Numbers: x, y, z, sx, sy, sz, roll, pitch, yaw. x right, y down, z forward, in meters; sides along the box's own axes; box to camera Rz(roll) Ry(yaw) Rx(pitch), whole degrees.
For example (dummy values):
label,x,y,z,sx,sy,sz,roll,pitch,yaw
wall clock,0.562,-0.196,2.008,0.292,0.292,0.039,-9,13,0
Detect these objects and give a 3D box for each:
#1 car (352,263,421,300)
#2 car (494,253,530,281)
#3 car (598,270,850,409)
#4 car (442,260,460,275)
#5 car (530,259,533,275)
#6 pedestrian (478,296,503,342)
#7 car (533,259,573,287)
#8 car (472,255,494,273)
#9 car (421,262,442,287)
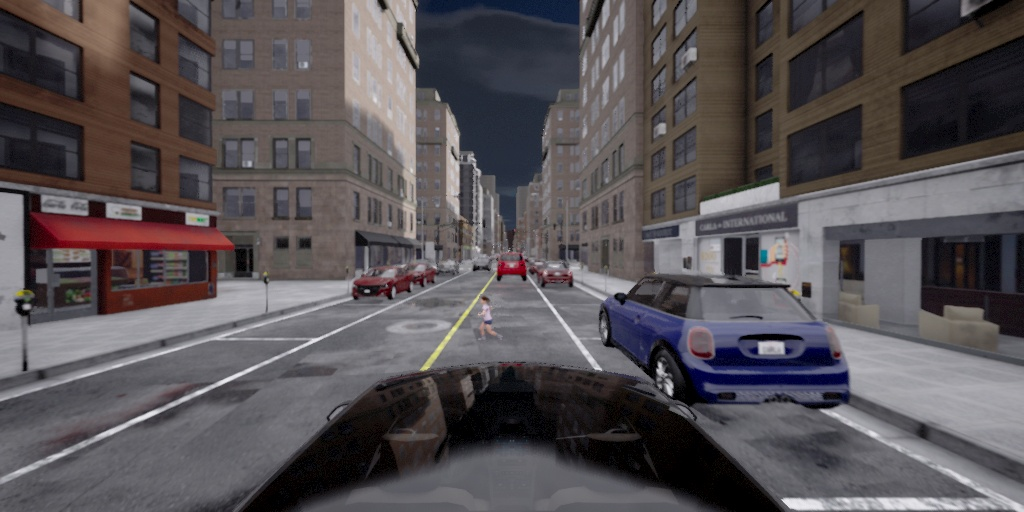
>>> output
label,x,y,z,sx,sy,sz,roll,pitch,yaw
car,-5.901,1.172,16.848,1.888,1.381,4.507,0,0,0
car,-0.018,0.765,27.324,2.150,2.045,5.566,0,0,0
car,2.988,1.064,6.265,2.097,1.767,4.553,0,0,0
car,-5.952,1.044,33.635,2.007,1.370,4.403,0,0,0
car,2.574,1.076,33.666,1.802,1.307,4.207,0,0,0
pedestrian,-0.563,1.372,8.112,0.500,1.100,0.500,0,1,-15
car,2.608,1.022,22.478,1.967,1.591,4.097,0,0,0
car,-3.155,0.961,38.531,1.837,1.490,4.892,0,0,0
car,-5.918,1.127,22.444,1.888,1.381,4.507,0,0,0
